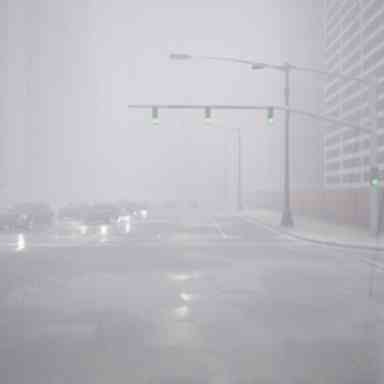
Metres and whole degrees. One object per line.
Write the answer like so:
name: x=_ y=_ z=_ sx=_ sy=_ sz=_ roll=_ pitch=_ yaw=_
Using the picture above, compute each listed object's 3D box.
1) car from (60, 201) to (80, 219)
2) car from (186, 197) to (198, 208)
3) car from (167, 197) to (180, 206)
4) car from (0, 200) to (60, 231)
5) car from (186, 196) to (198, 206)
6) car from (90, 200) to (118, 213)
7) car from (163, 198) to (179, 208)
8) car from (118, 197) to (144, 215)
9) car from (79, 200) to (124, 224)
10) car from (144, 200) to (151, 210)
car: x=-10.592 y=1.627 z=30.524 sx=1.882 sy=1.535 sz=5.008 roll=0 pitch=0 yaw=0
car: x=0.009 y=1.805 z=52.775 sx=2.033 sy=1.411 sz=5.357 roll=0 pitch=0 yaw=0
car: x=-3.489 y=1.800 z=63.060 sx=2.128 sy=1.511 sz=4.902 roll=0 pitch=0 yaw=0
car: x=-10.633 y=1.457 z=21.392 sx=2.097 sy=1.767 sz=4.553 roll=0 pitch=0 yaw=1
car: x=0.011 y=1.660 z=63.030 sx=2.097 sy=1.767 sz=4.553 roll=0 pitch=0 yaw=0
car: x=-10.588 y=1.745 z=40.434 sx=2.033 sy=1.411 sz=5.357 roll=0 pitch=0 yaw=0
car: x=-3.491 y=1.749 z=52.776 sx=2.128 sy=1.511 sz=4.902 roll=0 pitch=0 yaw=0
car: x=-7.090 y=1.672 z=36.862 sx=2.128 sy=1.511 sz=4.902 roll=0 pitch=0 yaw=0
car: x=-7.094 y=1.635 z=26.512 sx=1.837 sy=1.490 sz=4.892 roll=0 pitch=0 yaw=0
car: x=-7.071 y=1.831 z=47.186 sx=1.895 sy=1.301 sz=4.718 roll=0 pitch=0 yaw=0
